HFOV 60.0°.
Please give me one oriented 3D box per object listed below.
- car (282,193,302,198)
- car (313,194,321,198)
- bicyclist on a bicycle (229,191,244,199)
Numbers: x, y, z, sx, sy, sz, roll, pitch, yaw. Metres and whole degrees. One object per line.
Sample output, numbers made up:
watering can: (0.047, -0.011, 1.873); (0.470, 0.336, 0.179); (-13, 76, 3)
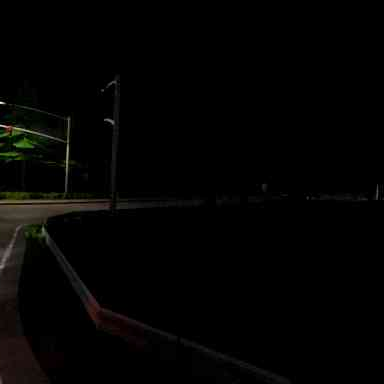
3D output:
car: (15.726, 0.706, 52.120); (2.128, 1.511, 4.902); (5, 3, 37)
car: (21.986, 0.693, 60.338); (1.837, 1.490, 4.892); (5, 3, 37)
bicyclist on a bicycle: (4.426, 0.694, 31.885); (1.656, 1.620, 0.582); (41, 23, 28)
